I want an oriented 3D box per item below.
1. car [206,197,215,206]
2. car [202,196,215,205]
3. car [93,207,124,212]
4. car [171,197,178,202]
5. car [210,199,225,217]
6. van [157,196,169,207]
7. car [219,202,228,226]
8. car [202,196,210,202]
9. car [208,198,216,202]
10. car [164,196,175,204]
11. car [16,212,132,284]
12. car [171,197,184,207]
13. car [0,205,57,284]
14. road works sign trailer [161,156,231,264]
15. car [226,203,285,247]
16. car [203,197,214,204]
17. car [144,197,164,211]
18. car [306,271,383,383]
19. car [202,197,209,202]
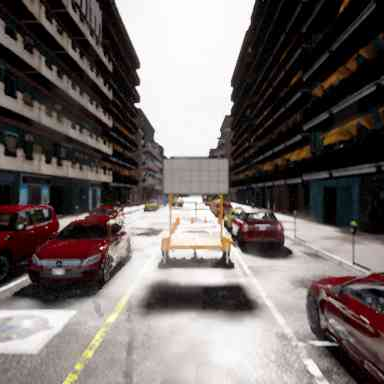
[{"bbox_3d":[3.197,1.682,43.782,1.752,1.417,4.829,0,0,1],"label":"car"},{"bbox_3d":[3.393,1.558,60.596,2.192,1.841,5.009,0,0,1],"label":"car"},{"bbox_3d":[-5.448,1.611,21.086,1.887,1.381,4.507,0,0,1],"label":"car"},{"bbox_3d":[-4.658,1.937,88.854,1.752,1.417,4.829,0,0,1],"label":"car"},{"bbox_3d":[3.064,1.655,32.289,1.887,1.381,4.507,0,0,1],"label":"car"},{"bbox_3d":[-5.053,1.552,55.056,1.690,1.788,3.998,0,0,1],"label":"van"},{"bbox_3d":[2.933,1.593,21.135,1.752,1.417,4.829,0,0,1],"label":"car"},{"bbox_3d":[3.724,1.854,88.902,1.967,1.590,4.097,0,0,1],"label":"car"},{"bbox_3d":[3.130,1.677,37.954,1.887,1.381,4.507,0,0,1],"label":"car"},{"bbox_3d":[-4.854,1.747,72.040,1.967,1.590,4.097,0,0,1],"label":"car"},{"bbox_3d":[-2.988,1.552,9.844,1.812,1.442,4.674,0,0,1],"label":"car"},{"bbox_3d":[-2.351,1.716,55.763,2.128,1.511,4.902,0,0,1],"label":"car"},{"bbox_3d":[-5.581,1.341,9.764,2.192,1.841,5.009,0,0,1],"label":"car"},{"bbox_3d":[0.137,0.498,11.965,2.380,3.560,2.880,0,0,1],"label":"road works sign trailer"},{"bbox_3d":[2.865,1.486,15.303,1.967,1.590,4.097,0,0,1],"label":"car"},{"bbox_3d":[3.526,1.859,71.917,2.008,1.369,4.403,0,0,1],"label":"car"},{"bbox_3d":[-5.186,1.680,43.563,1.752,1.417,4.829,0,0,1],"label":"car"},{"bbox_3d":[2.733,1.591,3.984,1.802,1.307,4.206,0,0,1],"label":"car"},{"bbox_3d":[3.790,2.019,94.560,1.947,1.339,4.313,0,0,1],"label":"car"}]
